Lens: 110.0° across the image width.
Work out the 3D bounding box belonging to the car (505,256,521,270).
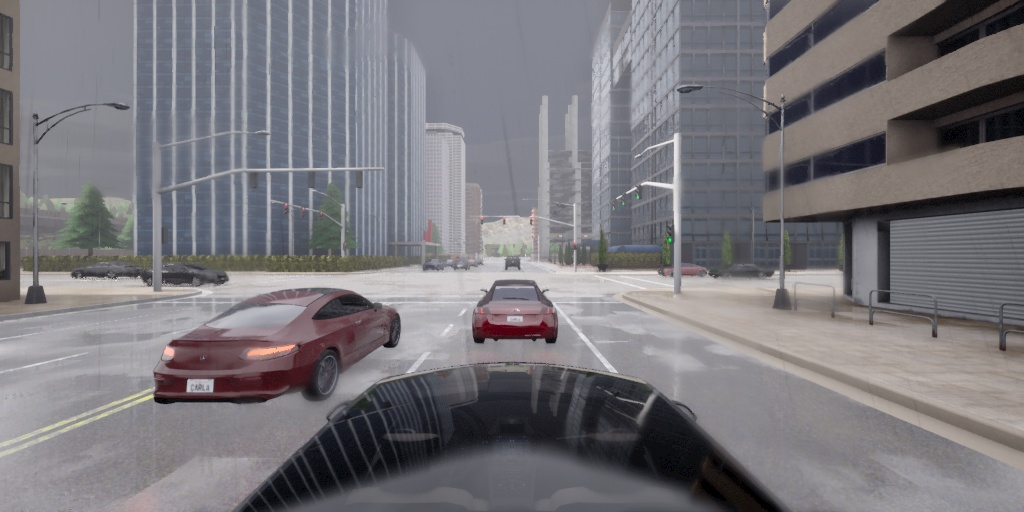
[{"bbox_3d":[0.118,0.971,54.544,2.150,2.045,5.566,0,0,0],"label":"car"}]

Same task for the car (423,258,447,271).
[{"bbox_3d":[-10.575,1.102,48.361,2.097,1.767,4.553,0,0,0],"label":"car"}]

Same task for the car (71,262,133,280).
[{"bbox_3d":[-35.085,1.241,31.064,4.902,1.511,2.128,0,0,1],"label":"car"}]

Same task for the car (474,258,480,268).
[{"bbox_3d":[-7.049,1.276,61.711,1.812,1.442,4.674,0,0,1],"label":"car"}]

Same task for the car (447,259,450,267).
[{"bbox_3d":[-10.560,1.275,59.811,1.812,1.442,4.674,0,0,0],"label":"car"}]

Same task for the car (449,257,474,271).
[{"bbox_3d":[-7.071,1.241,50.886,2.128,1.511,4.902,0,0,0],"label":"car"}]

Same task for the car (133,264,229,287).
[{"bbox_3d":[-21.537,1.255,23.736,4.892,1.490,1.837,0,0,1],"label":"car"}]

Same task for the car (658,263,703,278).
[{"bbox_3d":[16.148,1.314,34.047,4.181,1.385,1.994,0,0,1],"label":"car"}]

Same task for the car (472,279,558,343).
[{"bbox_3d":[0.079,1.314,9.669,1.994,1.385,4.181,0,0,0],"label":"car"}]

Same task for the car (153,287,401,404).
[{"bbox_3d":[-3.441,1.276,6.280,1.812,1.442,4.674,0,0,0],"label":"car"}]

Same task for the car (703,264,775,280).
[{"bbox_3d":[19.371,1.351,30.511,4.718,1.301,1.895,0,0,1],"label":"car"}]
